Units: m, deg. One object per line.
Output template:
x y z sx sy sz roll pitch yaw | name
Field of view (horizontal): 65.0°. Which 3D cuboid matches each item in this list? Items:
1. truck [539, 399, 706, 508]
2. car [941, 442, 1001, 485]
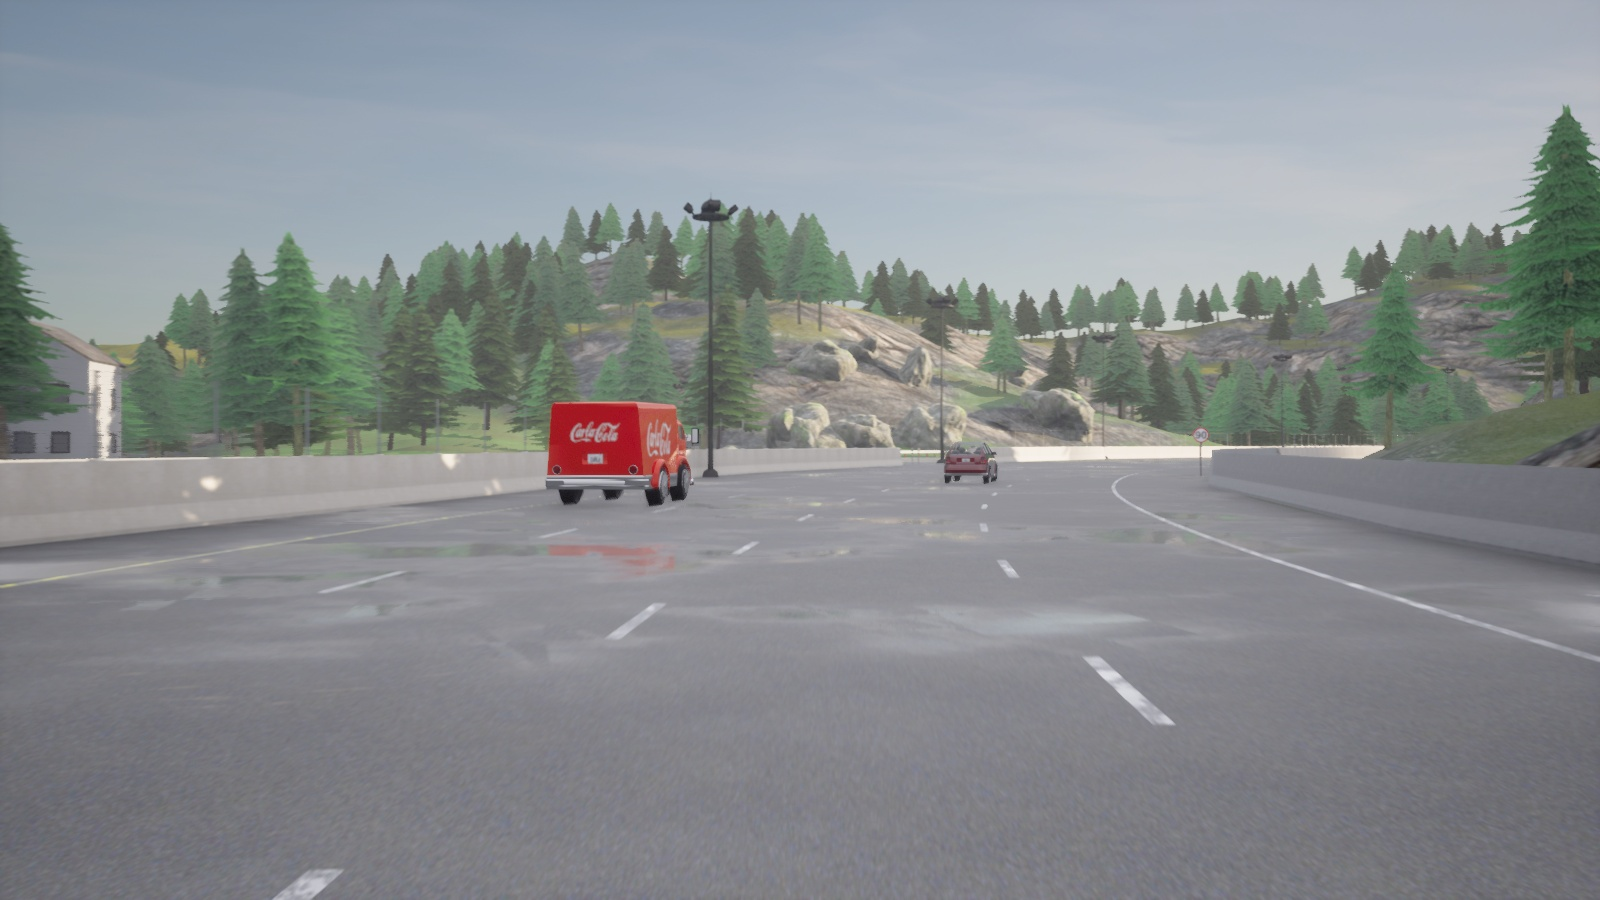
-4.255 0.074 31.222 2.627 2.467 5.204 0 0 10 | truck
6.522 0.477 47.653 1.789 1.549 3.705 0 0 15 | car
